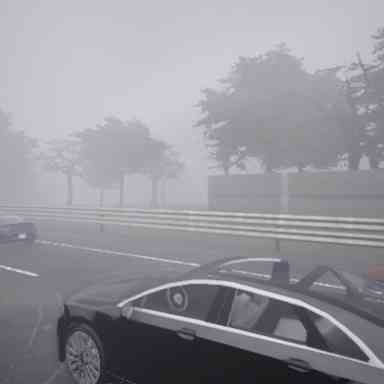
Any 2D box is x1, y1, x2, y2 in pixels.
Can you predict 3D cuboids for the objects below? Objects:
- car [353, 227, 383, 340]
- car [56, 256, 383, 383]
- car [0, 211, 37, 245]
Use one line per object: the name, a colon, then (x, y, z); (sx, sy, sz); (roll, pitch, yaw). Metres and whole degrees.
car: (5.153, 1.476, 4.600); (5.008, 1.535, 1.882); (0, 0, 36)
car: (0.492, 1.490, 3.622); (4.902, 1.511, 2.128); (0, 0, 35)
car: (-8.444, 1.534, 14.168); (4.674, 1.442, 1.812); (0, 0, 35)
